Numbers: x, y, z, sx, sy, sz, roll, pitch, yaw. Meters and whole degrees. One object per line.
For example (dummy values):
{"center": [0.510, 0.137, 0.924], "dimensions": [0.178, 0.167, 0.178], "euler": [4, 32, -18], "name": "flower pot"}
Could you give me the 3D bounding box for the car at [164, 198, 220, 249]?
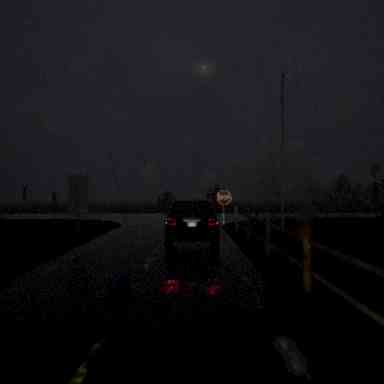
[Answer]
{"center": [0.000, 1.257, 14.680], "dimensions": [2.150, 2.045, 5.566], "euler": [0, 0, 0], "name": "car"}
